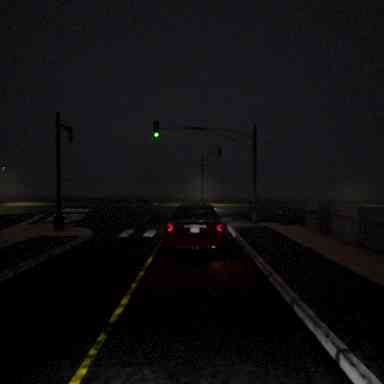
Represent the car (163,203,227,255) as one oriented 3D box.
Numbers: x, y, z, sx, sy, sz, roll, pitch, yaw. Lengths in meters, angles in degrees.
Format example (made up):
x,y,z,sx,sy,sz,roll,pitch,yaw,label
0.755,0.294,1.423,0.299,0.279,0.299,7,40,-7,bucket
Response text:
x,y,z,sx,sy,sz,roll,pitch,yaw,label
0.137,1.196,12.653,2.097,1.767,4.553,0,1,1,car
